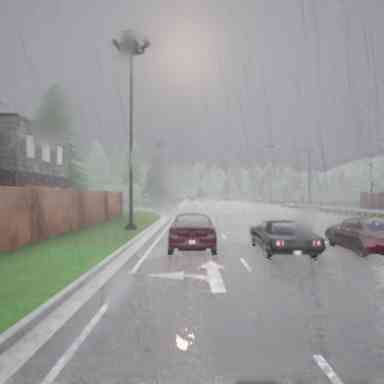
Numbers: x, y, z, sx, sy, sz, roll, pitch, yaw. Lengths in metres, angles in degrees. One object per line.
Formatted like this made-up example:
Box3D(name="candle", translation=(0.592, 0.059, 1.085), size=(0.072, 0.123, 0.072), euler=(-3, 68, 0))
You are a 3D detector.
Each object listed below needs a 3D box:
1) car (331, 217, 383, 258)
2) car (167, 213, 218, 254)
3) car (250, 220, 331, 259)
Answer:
Box3D(name="car", translation=(7.027, 1.713, 13.520), size=(1.994, 1.385, 4.181), euler=(0, -1, 1))
Box3D(name="car", translation=(0.034, 1.633, 14.245), size=(1.882, 1.535, 5.008), euler=(0, 0, 1))
Box3D(name="car", translation=(3.522, 1.746, 13.236), size=(1.895, 1.301, 4.718), euler=(0, -1, 1))
